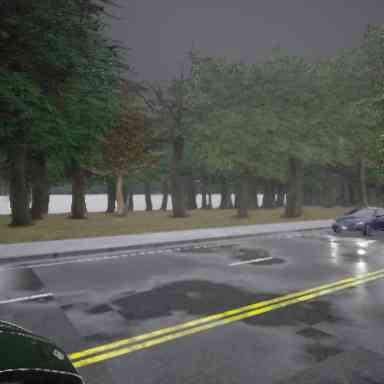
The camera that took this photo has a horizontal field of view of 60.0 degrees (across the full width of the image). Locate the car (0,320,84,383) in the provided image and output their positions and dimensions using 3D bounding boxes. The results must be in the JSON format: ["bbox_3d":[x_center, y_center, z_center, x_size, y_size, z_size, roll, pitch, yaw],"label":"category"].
[{"bbox_3d":[-2.738,1.346,1.484,4.553,1.767,2.097,0,0,-35],"label":"car"}]

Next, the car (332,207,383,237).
[{"bbox_3d":[9.785,1.590,18.586,4.674,1.442,1.812,0,0,-35],"label":"car"}]
